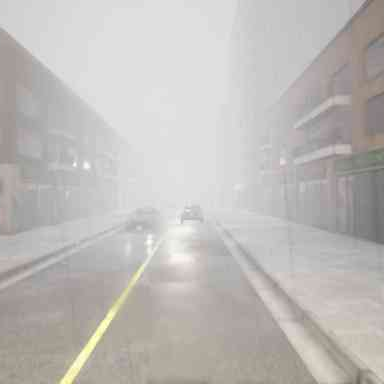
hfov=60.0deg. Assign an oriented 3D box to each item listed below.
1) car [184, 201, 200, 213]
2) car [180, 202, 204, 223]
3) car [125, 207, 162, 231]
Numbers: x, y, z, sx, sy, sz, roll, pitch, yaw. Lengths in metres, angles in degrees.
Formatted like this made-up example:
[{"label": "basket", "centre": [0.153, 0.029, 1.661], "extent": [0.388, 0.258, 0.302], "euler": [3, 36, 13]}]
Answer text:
[{"label": "car", "centre": [0.036, 1.884, 43.090], "extent": [1.895, 1.301, 4.718], "euler": [0, 0, 0]}, {"label": "car", "centre": [-0.005, 1.720, 26.856], "extent": [2.033, 1.411, 5.357], "euler": [0, 0, 0]}, {"label": "car", "centre": [-3.015, 1.686, 21.785], "extent": [2.033, 1.411, 5.357], "euler": [0, 0, 0]}]
